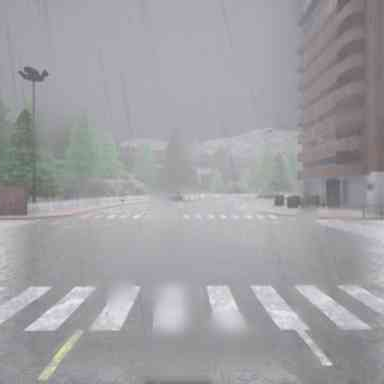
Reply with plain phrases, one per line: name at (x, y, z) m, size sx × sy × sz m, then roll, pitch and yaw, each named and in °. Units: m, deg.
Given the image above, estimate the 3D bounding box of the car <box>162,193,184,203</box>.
car at (-3.003, 0.985, 53.971) m, size 1.837 × 1.490 × 4.892 m, roll -2°, pitch 0°, yaw 27°

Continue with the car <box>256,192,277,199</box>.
car at (15.896, 0.787, 70.739) m, size 4.902 × 1.511 × 2.128 m, roll 0°, pitch 1°, yaw -19°
